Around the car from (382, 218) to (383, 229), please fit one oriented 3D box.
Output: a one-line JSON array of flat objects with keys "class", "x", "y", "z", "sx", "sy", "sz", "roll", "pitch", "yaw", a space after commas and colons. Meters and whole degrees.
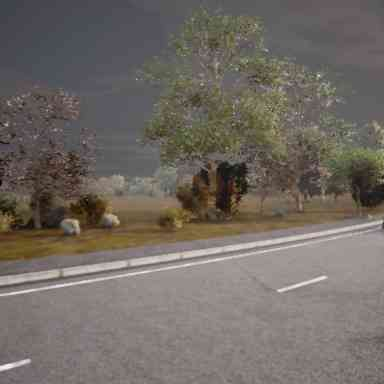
[{"class": "car", "x": 13.004, "y": 1.545, "z": 19.960, "sx": 2.128, "sy": 1.511, "sz": 4.902, "roll": 0, "pitch": 0, "yaw": 45}]
